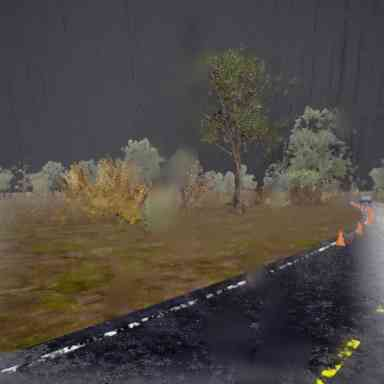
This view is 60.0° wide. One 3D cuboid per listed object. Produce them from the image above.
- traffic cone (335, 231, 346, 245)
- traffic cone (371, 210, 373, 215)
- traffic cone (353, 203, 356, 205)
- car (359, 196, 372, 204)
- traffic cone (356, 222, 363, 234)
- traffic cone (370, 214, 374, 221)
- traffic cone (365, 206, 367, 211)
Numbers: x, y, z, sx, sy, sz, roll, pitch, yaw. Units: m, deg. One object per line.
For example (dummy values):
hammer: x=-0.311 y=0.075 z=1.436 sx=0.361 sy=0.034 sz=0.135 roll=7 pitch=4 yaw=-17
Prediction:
traffic cone: x=6.355 y=1.961 z=14.222 sx=0.340 sy=0.580 sz=0.340 roll=0 pitch=0 yaw=36
traffic cone: x=14.334 y=1.971 z=26.535 sx=0.340 sy=0.580 sz=0.340 roll=0 pitch=0 yaw=30
traffic cone: x=26.561 y=2.007 z=53.546 sx=0.340 sy=0.580 sz=0.340 roll=0 pitch=0 yaw=23
car: x=33.746 y=1.544 z=64.621 sx=1.882 sy=1.535 sz=5.008 roll=0 pitch=0 yaw=22
traffic cone: x=9.176 y=1.964 z=18.220 sx=0.340 sy=0.580 sz=0.340 roll=0 pitch=0 yaw=34
traffic cone: x=11.837 y=1.967 z=22.326 sx=0.340 sy=0.580 sz=0.340 roll=0 pitch=0 yaw=32
traffic cone: x=18.819 y=1.981 z=35.231 sx=0.340 sy=0.580 sz=0.340 roll=0 pitch=0 yaw=25
